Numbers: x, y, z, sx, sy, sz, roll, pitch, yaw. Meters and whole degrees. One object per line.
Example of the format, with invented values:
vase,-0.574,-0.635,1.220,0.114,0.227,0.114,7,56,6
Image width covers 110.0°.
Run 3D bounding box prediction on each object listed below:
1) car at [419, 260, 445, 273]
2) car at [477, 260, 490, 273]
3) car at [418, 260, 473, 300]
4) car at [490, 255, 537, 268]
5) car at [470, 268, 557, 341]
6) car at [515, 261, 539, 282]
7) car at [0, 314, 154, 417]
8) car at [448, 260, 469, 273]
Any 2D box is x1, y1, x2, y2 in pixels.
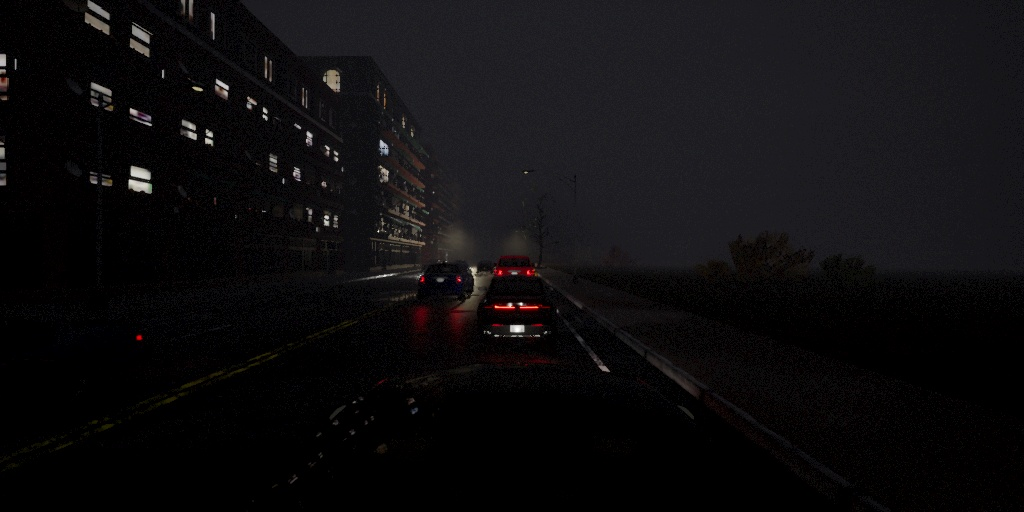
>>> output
car,-9.801,1.245,44.224,2.128,1.511,4.902,0,0,0
car,-3.101,1.231,42.927,1.882,1.535,5.008,0,0,0
car,-3.132,1.104,17.793,2.097,1.767,4.553,0,0,0
car,0.121,0.974,20.190,2.150,2.045,5.566,0,0,0
car,0.111,1.256,9.843,1.837,1.490,4.892,0,0,0
car,1.171,1.209,30.597,1.801,1.575,5.366,0,0,0
car,-6.599,1.297,3.223,2.033,1.411,5.357,0,0,0
car,-6.550,1.231,44.485,1.882,1.535,5.008,0,0,0
